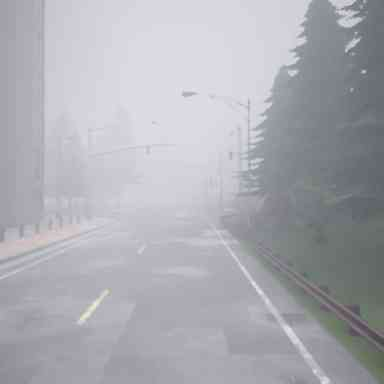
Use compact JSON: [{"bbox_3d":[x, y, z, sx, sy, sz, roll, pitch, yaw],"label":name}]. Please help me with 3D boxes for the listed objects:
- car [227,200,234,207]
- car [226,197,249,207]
[{"bbox_3d":[8.823,1.776,59.274,4.605,1.855,1.932,0,-1,-1],"label":"car"},{"bbox_3d":[8.407,1.804,61.784,3.866,1.878,1.905,0,-1,-1],"label":"car"}]
